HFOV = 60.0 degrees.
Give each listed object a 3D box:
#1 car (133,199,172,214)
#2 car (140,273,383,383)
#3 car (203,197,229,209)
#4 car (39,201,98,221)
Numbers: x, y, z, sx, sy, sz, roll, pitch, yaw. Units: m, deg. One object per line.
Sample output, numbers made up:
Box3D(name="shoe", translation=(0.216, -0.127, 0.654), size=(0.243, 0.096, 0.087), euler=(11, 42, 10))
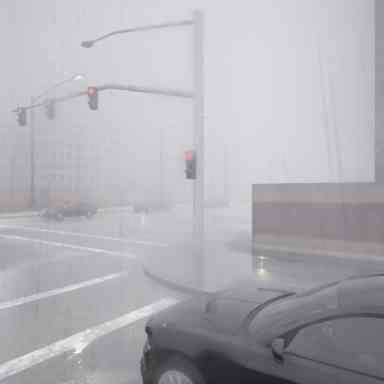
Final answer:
Box3D(name="car", translation=(-4.176, 1.504, 35.574), size=(1.837, 1.490, 4.892), euler=(0, 0, 36))
Box3D(name="car", translation=(1.731, 1.478, 2.771), size=(5.008, 1.535, 1.882), euler=(0, 0, 37))
Box3D(name="car", translation=(3.254, 1.477, 45.756), size=(1.882, 1.535, 5.008), euler=(0, 0, 36))
Box3D(name="car", translation=(-10.105, 1.491, 27.436), size=(2.128, 1.511, 4.902), euler=(0, 0, 34))
